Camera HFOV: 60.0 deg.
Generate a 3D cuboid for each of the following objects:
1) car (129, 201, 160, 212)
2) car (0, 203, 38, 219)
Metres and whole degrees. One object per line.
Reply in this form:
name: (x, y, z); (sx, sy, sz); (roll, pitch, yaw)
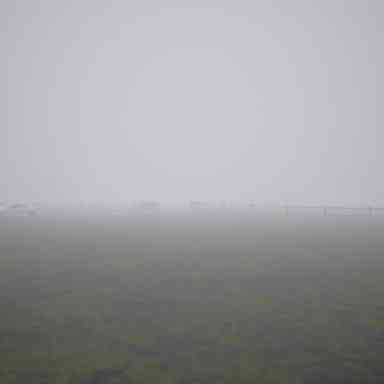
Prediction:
car: (-6.544, 1.960, 45.906); (2.128, 1.511, 4.902); (-1, -1, 35)
car: (-16.898, 1.773, 31.260); (1.812, 1.442, 4.674); (-1, -1, 35)
